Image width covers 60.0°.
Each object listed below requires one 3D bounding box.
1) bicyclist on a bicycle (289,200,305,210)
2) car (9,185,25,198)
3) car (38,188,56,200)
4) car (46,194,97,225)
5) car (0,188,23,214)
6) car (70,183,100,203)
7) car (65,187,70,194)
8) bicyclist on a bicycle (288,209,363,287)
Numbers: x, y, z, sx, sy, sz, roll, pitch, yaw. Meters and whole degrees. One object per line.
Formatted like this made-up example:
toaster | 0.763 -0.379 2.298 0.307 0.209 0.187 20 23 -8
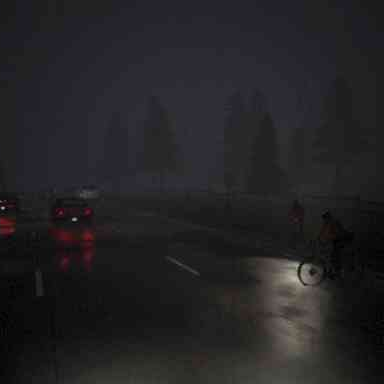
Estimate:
bicyclist on a bicycle | 3.525 1.038 11.163 0.582 1.620 1.656 2 12 29
car | -23.493 -0.139 44.427 2.097 1.767 4.553 0 2 -26
car | -17.418 0.244 40.003 1.994 1.385 4.181 0 2 -26
car | -6.844 0.993 18.570 1.895 1.301 4.718 0 2 -26
car | -13.282 0.701 23.713 1.837 1.490 4.892 0 2 -26
car | -11.140 0.092 34.989 2.150 2.045 5.566 0 2 -26
car | -16.196 0.054 45.295 1.812 1.442 4.674 0 2 -26
bicyclist on a bicycle | 3.047 1.249 7.249 1.656 1.620 0.582 0 2 -14
